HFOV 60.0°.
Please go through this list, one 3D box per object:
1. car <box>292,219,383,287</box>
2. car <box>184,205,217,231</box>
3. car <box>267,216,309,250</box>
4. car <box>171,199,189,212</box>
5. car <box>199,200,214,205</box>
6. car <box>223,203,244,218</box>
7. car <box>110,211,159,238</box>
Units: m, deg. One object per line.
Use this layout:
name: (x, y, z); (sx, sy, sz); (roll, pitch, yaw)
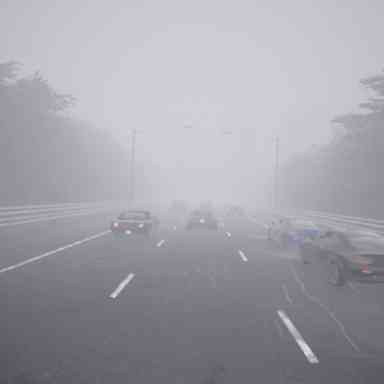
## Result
car: (4.692, 1.822, 10.030); (1.812, 1.442, 4.674); (2, -1, 2)
car: (0.744, 1.855, 23.317); (1.994, 1.385, 4.181); (2, -1, 3)
car: (4.897, 1.897, 15.980); (1.812, 1.442, 4.674); (2, -1, 2)
car: (-1.605, 1.800, 45.471); (2.097, 1.767, 4.553); (2, -1, 4)
car: (2.122, 1.988, 49.038); (2.097, 1.767, 4.553); (2, -1, 4)
car: (4.867, 2.121, 37.632); (1.837, 1.490, 4.892); (2, -1, 4)
car: (-2.997, 1.692, 18.495); (1.895, 1.301, 4.718); (2, -1, 2)
